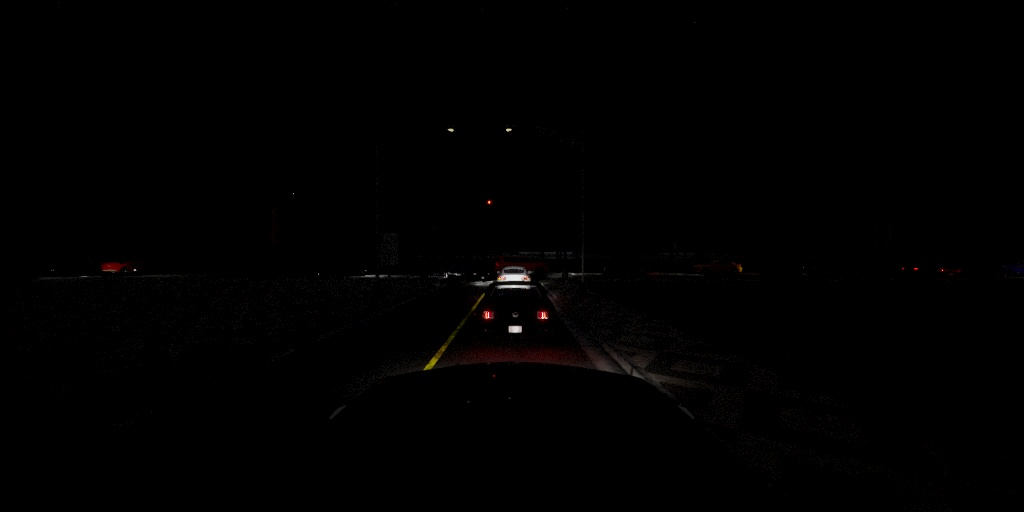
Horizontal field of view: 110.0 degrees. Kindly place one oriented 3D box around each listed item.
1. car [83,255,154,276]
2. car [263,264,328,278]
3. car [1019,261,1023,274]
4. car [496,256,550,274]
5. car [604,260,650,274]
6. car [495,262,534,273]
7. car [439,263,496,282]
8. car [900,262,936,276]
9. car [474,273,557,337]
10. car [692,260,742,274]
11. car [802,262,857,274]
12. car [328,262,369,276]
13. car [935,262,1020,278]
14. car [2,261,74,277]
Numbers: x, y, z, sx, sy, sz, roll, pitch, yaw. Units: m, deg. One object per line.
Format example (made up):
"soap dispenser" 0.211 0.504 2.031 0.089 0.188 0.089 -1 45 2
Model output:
"car" -39.853 0.939 36.364 5.566 2.045 2.150 0 0 -1
"car" -20.083 1.357 33.149 4.718 1.301 1.895 0 0 0
"car" 52.275 1.233 35.887 5.008 1.535 1.882 0 0 0
"car" 1.048 0.976 36.223 5.566 2.045 2.150 0 0 0
"car" 12.633 1.231 39.575 4.902 1.511 2.128 0 0 0
"car" 0.113 1.274 20.221 1.812 1.442 4.674 0 0 1
"car" -3.993 1.317 29.659 2.033 1.411 5.357 1 -1 -42
"car" 42.320 1.303 35.921 5.357 1.411 2.033 0 0 1
"car" 0.108 1.350 10.237 1.895 1.301 4.718 0 0 1
"car" 22.477 1.217 39.489 5.008 1.535 1.882 0 0 0
"car" 34.766 1.341 39.375 4.718 1.301 1.895 0 0 1
"car" -16.832 1.307 36.372 4.181 1.385 1.994 0 0 0
"car" 42.296 1.372 32.672 4.718 1.301 1.895 0 0 1
"car" -43.637 1.233 33.034 4.892 1.490 1.837 0 0 -1
